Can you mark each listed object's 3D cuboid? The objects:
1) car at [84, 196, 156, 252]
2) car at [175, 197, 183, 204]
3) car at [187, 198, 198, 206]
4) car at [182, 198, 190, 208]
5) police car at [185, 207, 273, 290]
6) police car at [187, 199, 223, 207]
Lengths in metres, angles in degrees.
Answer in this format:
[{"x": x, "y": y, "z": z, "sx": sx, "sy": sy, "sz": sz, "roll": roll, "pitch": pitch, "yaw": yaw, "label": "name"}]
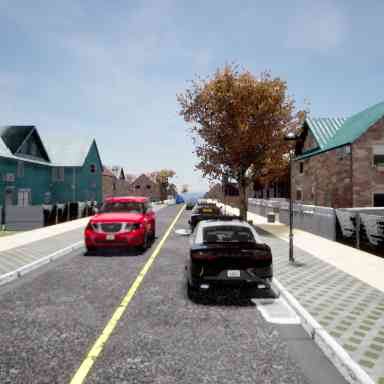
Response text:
[{"x": -2.823, "y": 1.229, "z": 14.297, "sx": 2.150, "sy": 2.045, "sz": 5.566, "roll": 0, "pitch": 0, "yaw": 0, "label": "car"}, {"x": -2.615, "y": 1.725, "z": 71.178, "sx": 1.882, "sy": 1.535, "sz": 5.008, "roll": 0, "pitch": 0, "yaw": 0, "label": "car"}, {"x": 0.118, "y": 1.758, "z": 62.058, "sx": 1.994, "sy": 1.385, "sz": 4.181, "roll": 0, "pitch": 0, "yaw": 0, "label": "car"}, {"x": 0.113, "y": 1.642, "z": 45.053, "sx": 2.033, "sy": 1.411, "sz": 5.357, "roll": 0, "pitch": 0, "yaw": 1, "label": "car"}, {"x": 0.843, "y": 1.429, "z": 9.250, "sx": 1.930, "sy": 1.638, "sz": 5.238, "roll": 0, "pitch": 0, "yaw": 0, "label": "police car"}, {"x": 0.861, "y": 1.436, "z": 19.251, "sx": 1.930, "sy": 1.638, "sz": 5.238, "roll": 0, "pitch": 0, "yaw": 0, "label": "police car"}]
